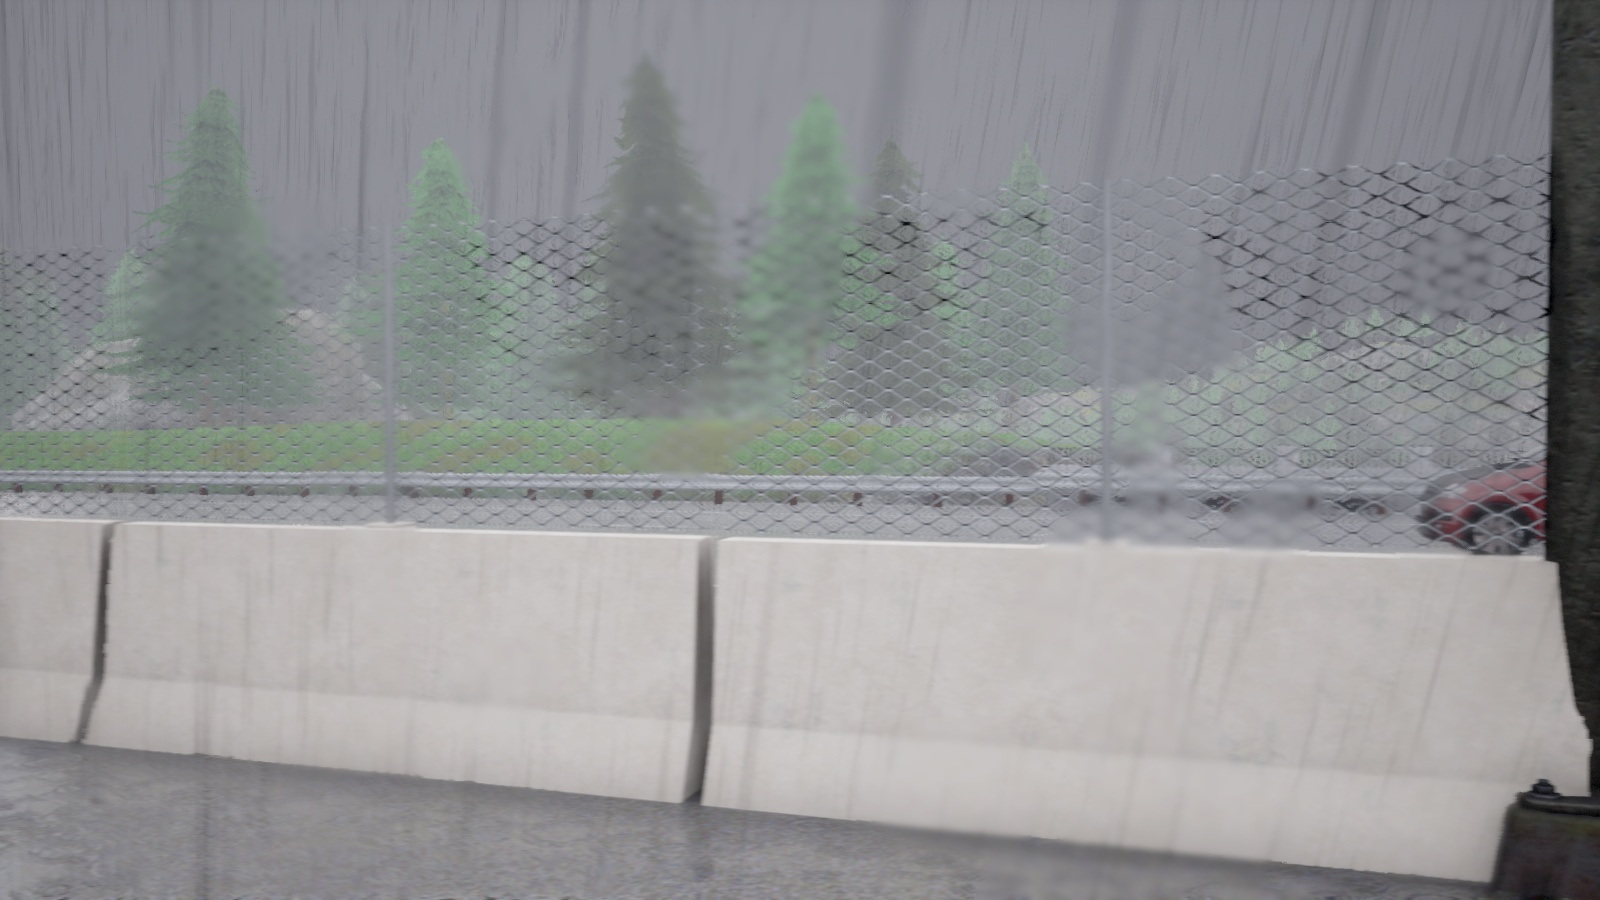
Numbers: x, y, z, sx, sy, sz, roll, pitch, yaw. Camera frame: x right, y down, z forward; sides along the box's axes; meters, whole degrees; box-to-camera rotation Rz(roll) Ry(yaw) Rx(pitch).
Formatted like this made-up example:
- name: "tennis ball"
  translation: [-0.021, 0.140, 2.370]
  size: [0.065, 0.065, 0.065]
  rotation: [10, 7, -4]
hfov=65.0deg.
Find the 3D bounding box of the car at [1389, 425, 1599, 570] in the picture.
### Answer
- name: "car"
  translation: [9.269, 0.522, 14.843]
  size: [3.988, 1.617, 1.851]
  rotation: [1, 1, 19]
